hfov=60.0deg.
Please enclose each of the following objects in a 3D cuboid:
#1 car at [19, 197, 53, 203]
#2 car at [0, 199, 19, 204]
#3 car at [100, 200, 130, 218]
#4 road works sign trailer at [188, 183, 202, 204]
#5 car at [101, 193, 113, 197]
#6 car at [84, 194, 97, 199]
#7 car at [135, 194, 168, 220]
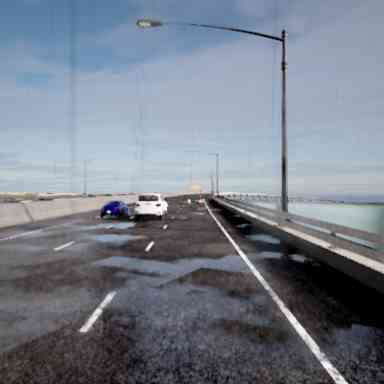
[{"bbox_3d":[-17.325,1.392,38.073,1.837,1.490,4.892,0,0,1],"label":"car"},{"bbox_3d":[-20.835,1.455,37.332,1.994,1.385,4.181,0,0,1],"label":"car"},{"bbox_3d":[-6.742,1.439,29.359,1.812,1.442,4.674,0,0,1],"label":"car"},{"bbox_3d":[0.582,0.288,57.202,2.380,3.560,2.880,0,0,1],"label":"road works sign trailer"},{"bbox_3d":[-19.917,1.086,77.949,1.837,1.490,4.892,0,0,2],"label":"car"},{"bbox_3d":[-23.449,1.215,76.823,1.882,1.535,5.008,0,0,2],"label":"car"},{"bbox_3d":[-3.264,1.140,27.378,2.150,2.045,5.566,0,0,1],"label":"car"}]
